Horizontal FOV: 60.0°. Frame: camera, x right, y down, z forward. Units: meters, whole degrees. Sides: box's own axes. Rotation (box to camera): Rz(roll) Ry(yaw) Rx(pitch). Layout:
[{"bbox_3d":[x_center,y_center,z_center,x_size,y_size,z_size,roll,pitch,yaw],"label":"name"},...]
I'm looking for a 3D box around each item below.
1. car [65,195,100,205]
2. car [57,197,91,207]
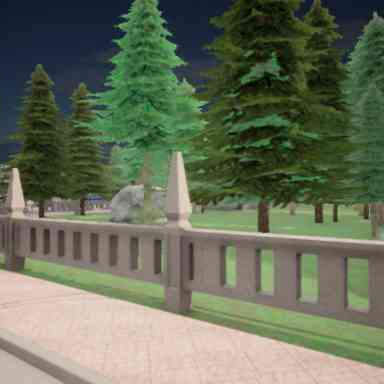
[{"bbox_3d":[-16.133,1.287,51.459,2.150,2.045,5.566,-1,0,35],"label":"car"},{"bbox_3d":[-18.964,1.573,53.513,1.882,1.535,5.008,-1,0,35],"label":"car"}]
